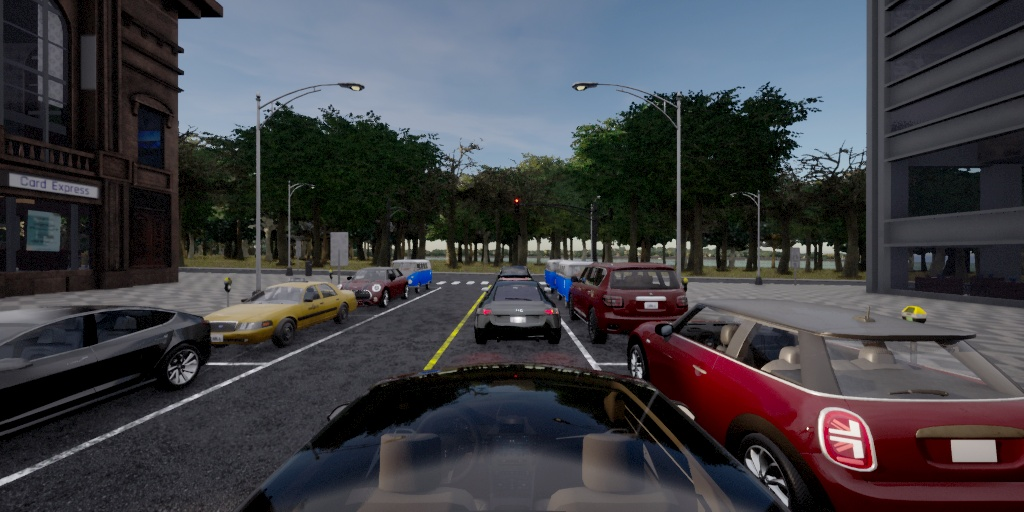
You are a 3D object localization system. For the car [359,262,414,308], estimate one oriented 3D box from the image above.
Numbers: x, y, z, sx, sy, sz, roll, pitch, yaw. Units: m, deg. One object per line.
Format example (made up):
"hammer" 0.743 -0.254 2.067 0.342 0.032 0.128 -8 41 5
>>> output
"car" -5.739 1.191 14.975 1.967 1.591 4.097 0 0 0

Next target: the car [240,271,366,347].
"car" -5.750 1.276 9.368 1.751 1.417 4.829 0 0 0

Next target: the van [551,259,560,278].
"van" 2.786 1.092 14.959 1.690 1.789 3.998 0 0 0

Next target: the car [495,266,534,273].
"car" 0.131 1.243 18.451 2.128 1.511 4.902 0 0 0

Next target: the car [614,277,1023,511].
"car" 2.766 1.190 4.084 1.967 1.591 4.097 0 0 0

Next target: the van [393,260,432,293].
"van" -5.729 1.092 20.413 1.690 1.789 3.998 0 0 0

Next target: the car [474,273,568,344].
"car" 0.118 1.314 9.570 1.994 1.385 4.181 0 0 0

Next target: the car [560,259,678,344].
"car" 2.776 1.065 9.522 2.192 1.841 5.009 0 0 0

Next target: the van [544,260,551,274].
"van" 2.796 1.092 20.397 1.690 1.789 3.998 0 0 0

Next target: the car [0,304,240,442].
"car" -5.759 1.316 4.100 1.948 1.339 4.313 0 0 0
